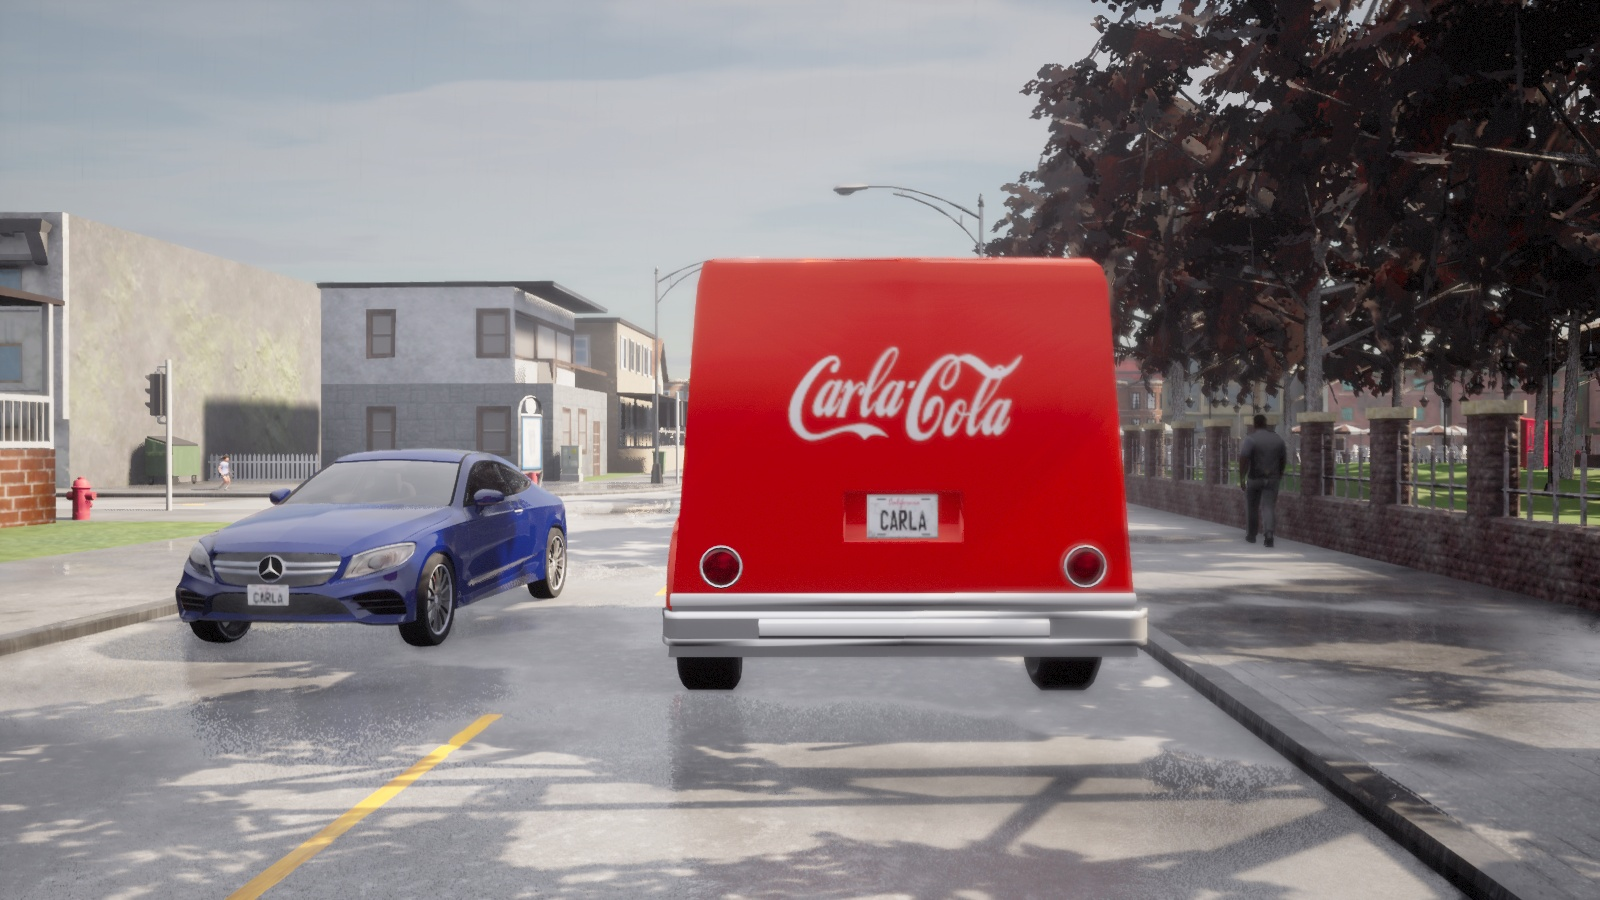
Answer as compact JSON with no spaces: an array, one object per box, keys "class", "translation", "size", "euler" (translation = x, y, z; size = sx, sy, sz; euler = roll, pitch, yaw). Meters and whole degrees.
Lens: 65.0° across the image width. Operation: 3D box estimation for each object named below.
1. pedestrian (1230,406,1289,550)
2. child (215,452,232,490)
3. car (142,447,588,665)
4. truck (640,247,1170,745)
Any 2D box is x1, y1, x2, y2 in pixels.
[{"class":"pedestrian","translation":[6.178,0.366,16.915],"size":[0.563,1.883,0.849],"euler":[0,0,6]},{"class":"child","translation":[-16.996,0.613,37.036],"size":[0.394,1.110,0.255],"euler":[0,0,17]},{"class":"car","translation":[-3.370,0.708,10.874],"size":[1.812,1.442,4.674],"euler":[0,0,6]},{"class":"truck","translation":[0.519,0.211,8.829],"size":[2.627,2.467,5.204],"euler":[0,0,0]}]
